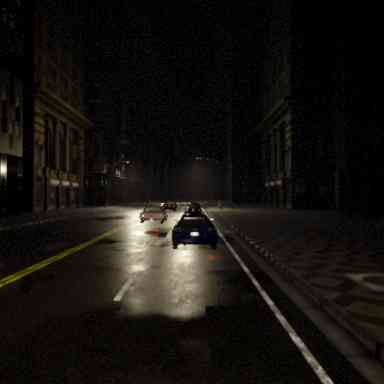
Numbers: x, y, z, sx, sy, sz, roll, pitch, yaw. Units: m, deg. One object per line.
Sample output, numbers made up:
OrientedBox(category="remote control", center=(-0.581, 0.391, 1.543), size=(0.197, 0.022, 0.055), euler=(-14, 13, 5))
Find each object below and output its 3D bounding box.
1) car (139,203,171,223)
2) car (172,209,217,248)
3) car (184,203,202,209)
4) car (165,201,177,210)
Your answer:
OrientedBox(category="car", center=(-3.131, 1.866, 27.877), size=(1.895, 1.301, 4.718), euler=(0, -1, 0))
OrientedBox(category="car", center=(0.111, 1.714, 15.712), size=(1.994, 1.385, 4.181), euler=(0, 0, 0))
OrientedBox(category="car", center=(0.126, 1.889, 35.840), size=(2.033, 1.411, 5.357), euler=(0, -1, 0))
OrientedBox(category="car", center=(-3.110, 1.997, 47.134), size=(2.033, 1.411, 5.357), euler=(0, -1, -1))
